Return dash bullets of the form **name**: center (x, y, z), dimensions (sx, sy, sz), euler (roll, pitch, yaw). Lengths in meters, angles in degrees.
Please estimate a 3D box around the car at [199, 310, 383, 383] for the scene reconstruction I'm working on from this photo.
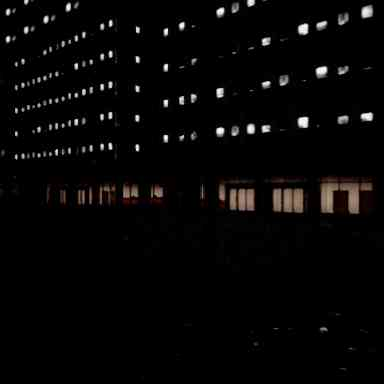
- **car**: center (2.249, 1.315, 1.267), dimensions (5.009, 1.841, 2.192), euler (0, 0, 36)
